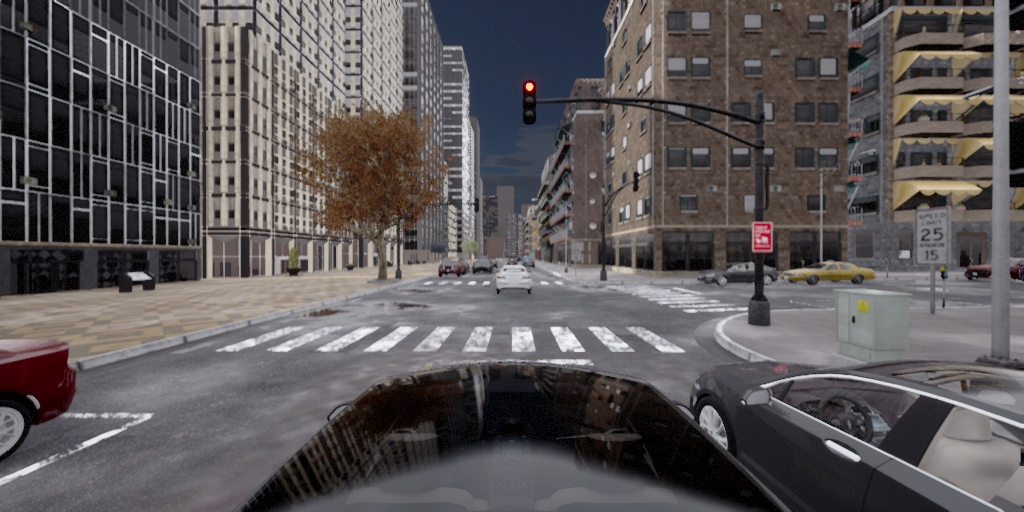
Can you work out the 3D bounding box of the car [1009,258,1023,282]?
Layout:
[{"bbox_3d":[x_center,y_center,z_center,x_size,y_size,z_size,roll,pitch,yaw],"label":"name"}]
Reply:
[{"bbox_3d":[30.186,0.622,19.021,4.553,1.767,2.097,-1,0,-1],"label":"car"}]

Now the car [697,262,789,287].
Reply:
[{"bbox_3d":[13.433,1.045,21.448,4.403,1.370,2.007,0,0,-1],"label":"car"}]

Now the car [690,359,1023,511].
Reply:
[{"bbox_3d":[2.688,1.300,2.032,2.007,1.370,4.403,0,0,0],"label":"car"}]

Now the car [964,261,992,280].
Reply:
[{"bbox_3d":[30.135,0.808,21.618,4.507,1.381,1.888,0,0,-1],"label":"car"}]

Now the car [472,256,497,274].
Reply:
[{"bbox_3d":[-3.099,1.026,38.689,2.097,1.767,4.553,0,0,0],"label":"car"}]

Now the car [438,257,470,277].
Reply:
[{"bbox_3d":[-5.695,0.996,34.419,2.192,1.841,5.009,0,0,0],"label":"car"}]

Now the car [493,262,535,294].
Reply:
[{"bbox_3d":[0.094,1.234,20.020,1.812,1.442,4.674,0,0,0],"label":"car"}]

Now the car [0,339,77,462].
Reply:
[{"bbox_3d":[-5.692,1.294,2.031,1.888,1.381,4.507,0,0,0],"label":"car"}]

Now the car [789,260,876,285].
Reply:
[{"bbox_3d":[18.830,0.943,21.503,4.829,1.417,1.751,0,0,-1],"label":"car"}]

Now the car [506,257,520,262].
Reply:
[{"bbox_3d":[-0.007,1.161,64.156,1.812,1.442,4.674,0,0,0],"label":"car"}]

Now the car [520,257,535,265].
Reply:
[{"bbox_3d":[2.685,1.211,56.510,1.948,1.339,4.313,0,0,0],"label":"car"}]
